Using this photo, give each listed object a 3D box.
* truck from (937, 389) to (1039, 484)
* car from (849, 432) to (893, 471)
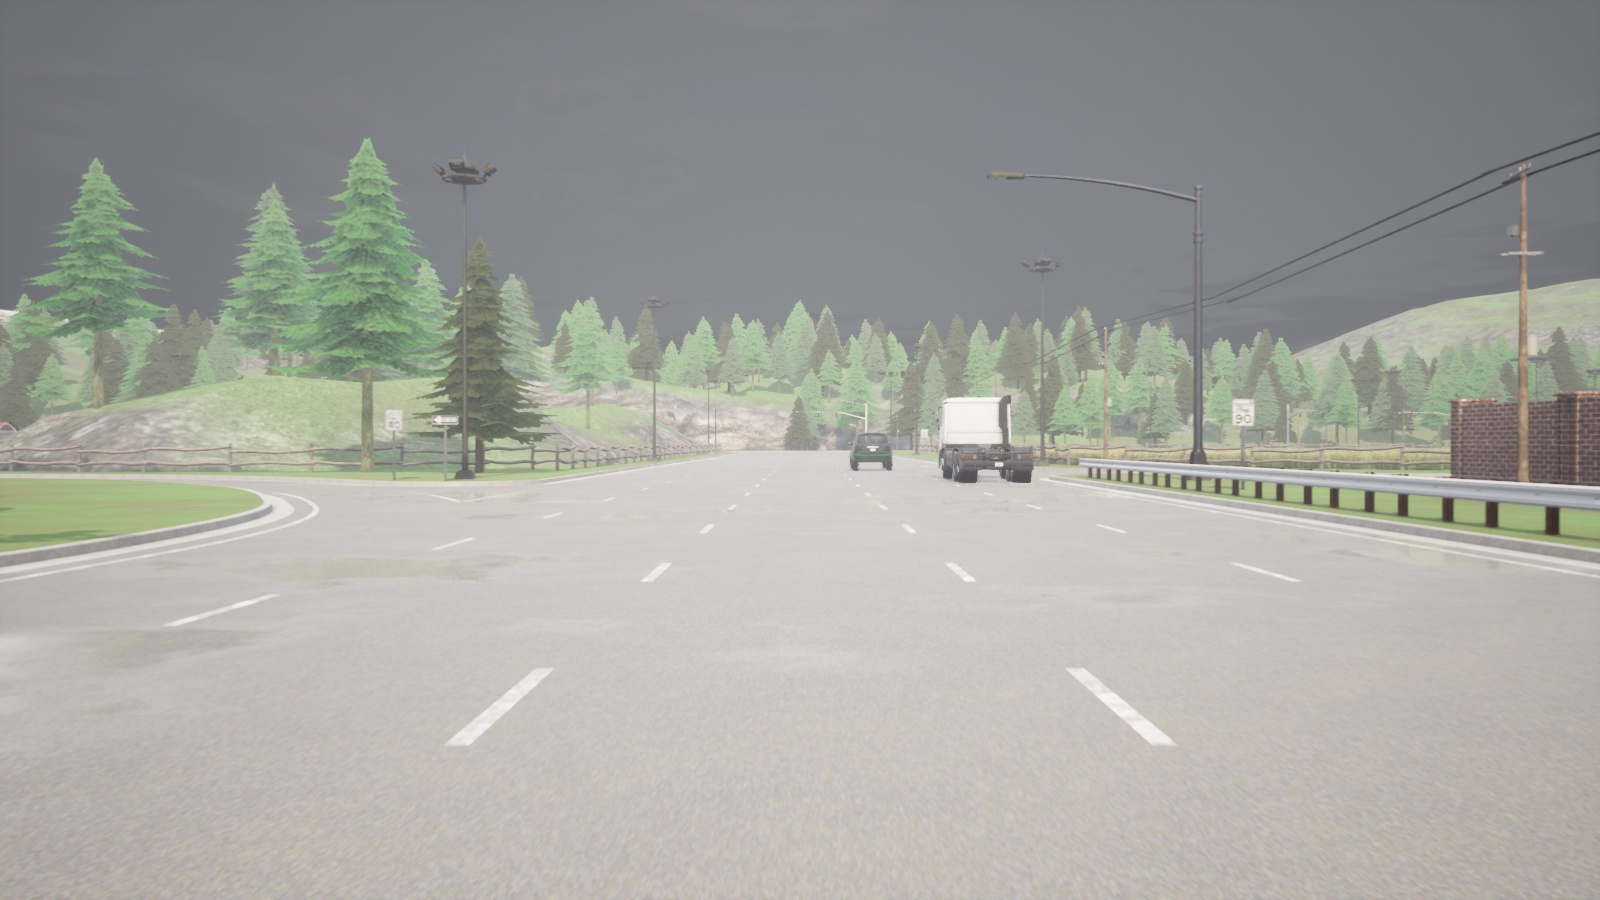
[{"bbox_3d":[7.297,-0.512,49.885,2.891,3.462,7.936,0,0,0],"label":"truck"},{"bbox_3d":[3.908,0.074,69.768,2.150,2.045,5.566,0,0,0],"label":"car"}]
